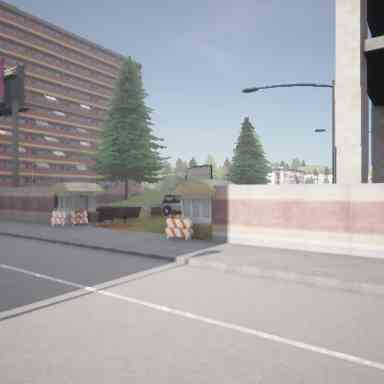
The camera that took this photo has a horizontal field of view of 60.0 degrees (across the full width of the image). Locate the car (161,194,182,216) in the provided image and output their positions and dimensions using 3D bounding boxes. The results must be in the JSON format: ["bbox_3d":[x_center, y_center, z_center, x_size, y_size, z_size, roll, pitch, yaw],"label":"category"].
[{"bbox_3d":[-0.888,1.147,29.176,3.866,1.878,1.905,0,0,35],"label":"car"}]
